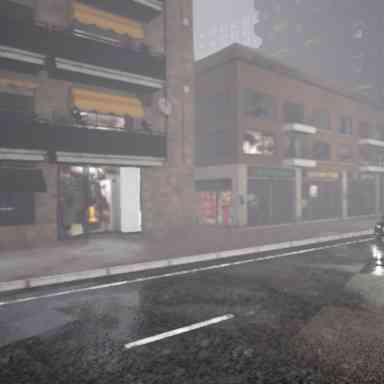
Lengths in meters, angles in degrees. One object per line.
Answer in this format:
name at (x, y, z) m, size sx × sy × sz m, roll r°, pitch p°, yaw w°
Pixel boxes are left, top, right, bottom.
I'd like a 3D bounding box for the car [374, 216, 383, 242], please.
car at (10.250, 1.507, 15.385) m, size 4.902 × 1.511 × 2.128 m, roll 0°, pitch 0°, yaw -37°
